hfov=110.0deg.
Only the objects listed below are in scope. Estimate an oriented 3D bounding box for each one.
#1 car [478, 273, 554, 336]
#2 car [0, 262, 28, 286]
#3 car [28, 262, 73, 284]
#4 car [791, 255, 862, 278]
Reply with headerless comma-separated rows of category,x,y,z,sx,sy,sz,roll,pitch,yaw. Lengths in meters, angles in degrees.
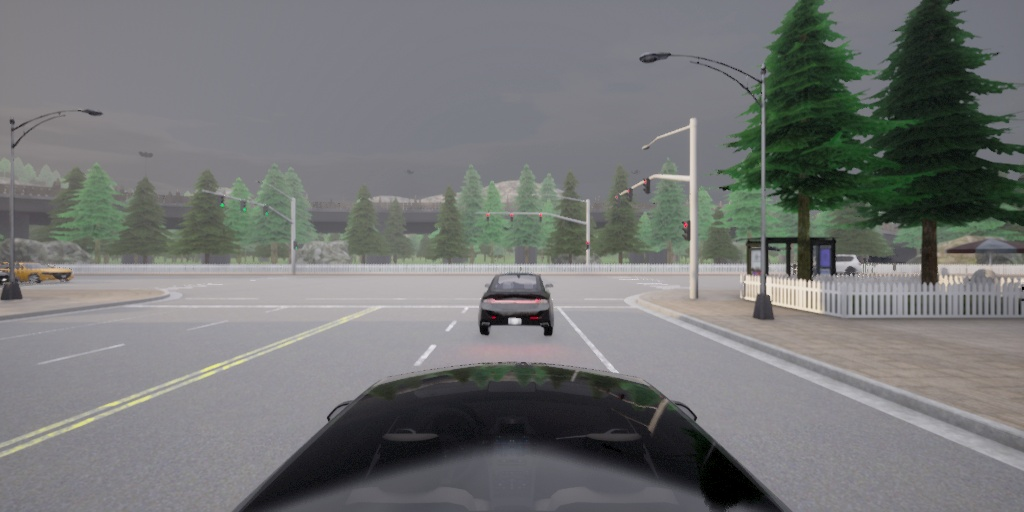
car,0.181,1.236,10.394,2.128,1.511,4.902,0,0,3
car,-33.323,1.185,21.833,4.892,1.490,1.837,0,0,-1
car,-34.203,1.156,25.304,5.008,1.535,1.882,0,0,-1
car,27.992,0.895,32.275,5.566,2.045,2.150,0,0,1
